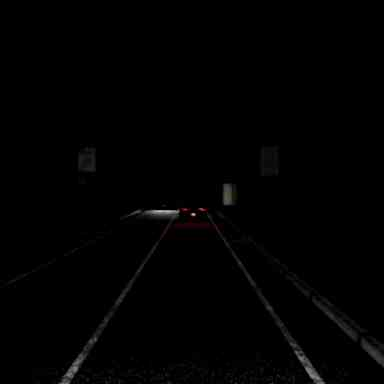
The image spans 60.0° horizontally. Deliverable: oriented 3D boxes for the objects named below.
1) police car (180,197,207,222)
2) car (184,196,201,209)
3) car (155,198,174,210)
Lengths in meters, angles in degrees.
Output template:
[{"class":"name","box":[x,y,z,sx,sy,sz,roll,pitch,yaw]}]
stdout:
[{"class":"police car","box":[0.095,1.409,25.532,2.038,1.542,4.974,0,0,0]},{"class":"car","box":[0.092,1.286,42.805,2.033,1.411,5.357,0,1,0]},{"class":"car","box":[-3.098,1.348,38.552,1.994,1.385,4.181,0,1,0]}]
